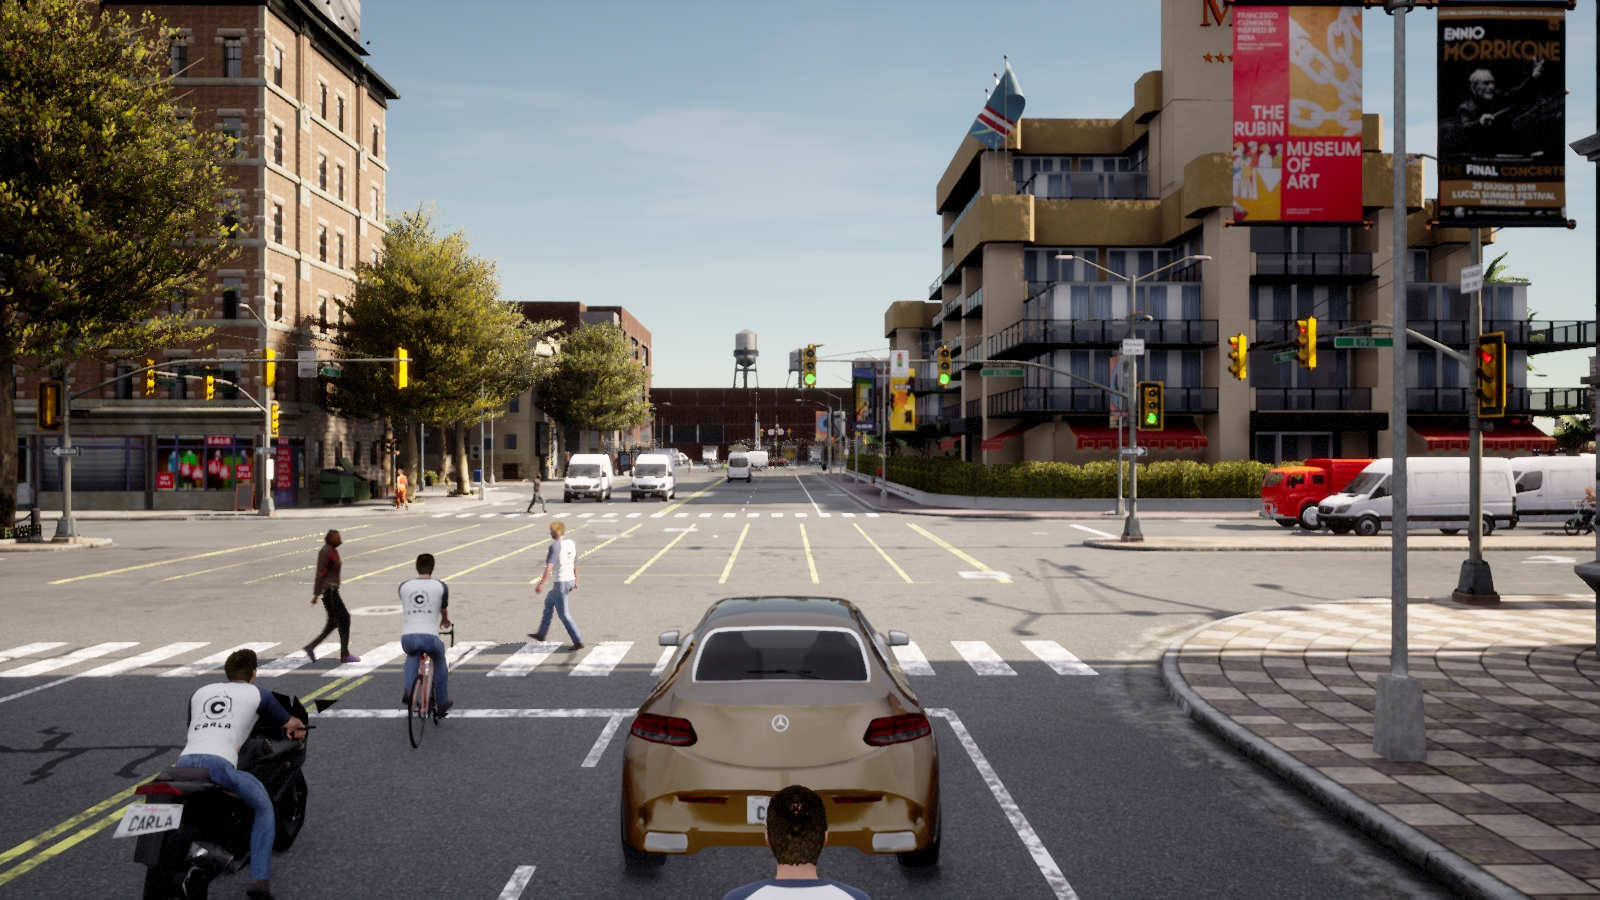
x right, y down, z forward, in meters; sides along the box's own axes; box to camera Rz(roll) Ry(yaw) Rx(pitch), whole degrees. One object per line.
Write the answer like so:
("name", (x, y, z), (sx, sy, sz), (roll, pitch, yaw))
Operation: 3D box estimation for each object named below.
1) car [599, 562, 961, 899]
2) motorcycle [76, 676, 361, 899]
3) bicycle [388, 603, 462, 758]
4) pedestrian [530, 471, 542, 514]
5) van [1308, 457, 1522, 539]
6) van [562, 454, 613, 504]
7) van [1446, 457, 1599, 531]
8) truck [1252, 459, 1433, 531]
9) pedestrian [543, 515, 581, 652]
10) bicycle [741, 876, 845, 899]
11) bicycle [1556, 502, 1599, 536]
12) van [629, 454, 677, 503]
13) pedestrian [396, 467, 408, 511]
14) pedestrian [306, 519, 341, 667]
("car", (-0.132, 1.991, 9.293), (2.152, 1.651, 5.027), (0, 0, 0))
("motorcycle", (-3.559, 2.212, 7.247), (0.803, 1.145, 2.033), (0, 0, -1))
("bicycle", (-3.657, 2.205, 11.219), (0.373, 1.196, 1.643), (0, 0, -7))
("pedestrian", (-11.478, 1.843, 49.716), (0.375, 1.860, 0.375), (0, 0, 10))
("van", (19.988, 1.530, 37.302), (5.915, 2.561, 1.988), (0, 0, -1))
("van", (-11.534, 1.527, 62.382), (1.988, 2.561, 5.915), (0, 0, -3))
("van", (26.622, 1.530, 40.856), (5.915, 2.561, 1.988), (0, 0, 0))
("truck", (19.262, 1.563, 40.800), (5.204, 2.467, 2.627), (0, 0, -1))
("pedestrian", (-3.323, 1.846, 15.935), (0.375, 1.860, 0.375), (0, 0, 21))
("bicycle", (-0.013, 2.205, 3.493), (0.373, 1.196, 1.643), (0, 0, -1))
("bicycle", (25.756, 2.252, 37.394), (1.487, 1.080, 0.859), (0, 0, -1))
("van", (-8.075, 1.527, 63.233), (1.988, 2.561, 5.915), (0, 0, -1))
("pedestrian", (-17.295, 1.690, 49.654), (0.375, 1.860, 0.375), (0, 0, 41))
("pedestrian", (-6.198, 1.847, 14.870), (0.375, 1.860, 0.375), (0, 0, -14))
